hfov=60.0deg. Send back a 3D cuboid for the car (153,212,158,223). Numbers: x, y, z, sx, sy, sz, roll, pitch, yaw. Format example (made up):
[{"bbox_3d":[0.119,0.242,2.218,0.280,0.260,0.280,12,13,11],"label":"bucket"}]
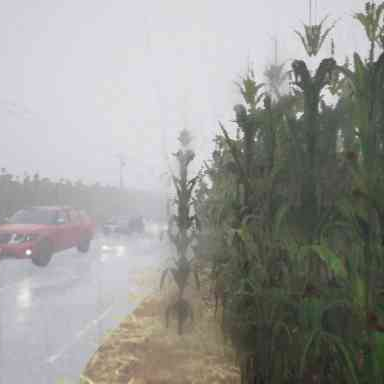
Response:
[{"bbox_3d":[-3.004,2.684,37.527,2.128,1.511,4.902,1,-2,7],"label":"car"}]

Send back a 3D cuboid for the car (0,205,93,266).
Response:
[{"bbox_3d":[-5.877,1.570,13.319,2.150,2.045,5.566,1,-2,6],"label":"car"}]

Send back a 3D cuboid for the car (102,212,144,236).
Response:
[{"bbox_3d":[-4.692,2.186,23.317,2.128,1.511,4.902,1,-2,7],"label":"car"}]
